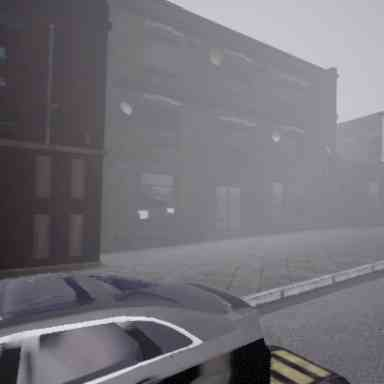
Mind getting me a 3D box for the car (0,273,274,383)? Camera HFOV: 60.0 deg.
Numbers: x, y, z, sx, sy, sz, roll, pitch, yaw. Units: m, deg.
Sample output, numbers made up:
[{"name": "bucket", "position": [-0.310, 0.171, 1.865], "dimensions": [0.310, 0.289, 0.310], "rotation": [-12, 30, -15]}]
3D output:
[{"name": "car", "position": [-1.546, 1.478, 2.260], "dimensions": [4.902, 1.511, 2.128], "rotation": [-1, 1, -36]}]
